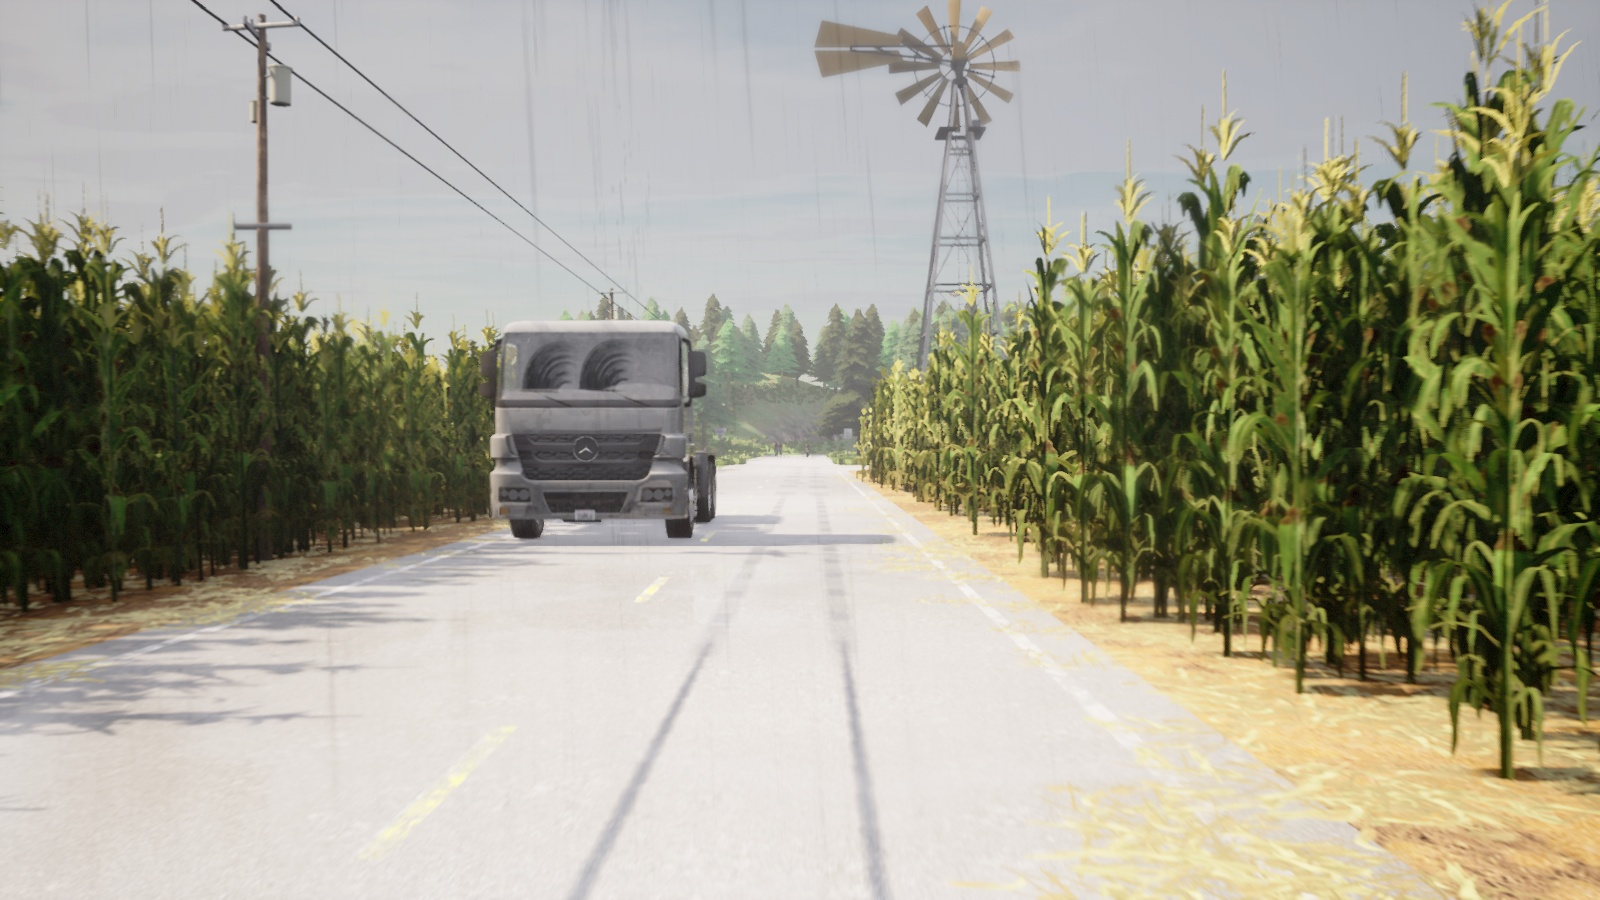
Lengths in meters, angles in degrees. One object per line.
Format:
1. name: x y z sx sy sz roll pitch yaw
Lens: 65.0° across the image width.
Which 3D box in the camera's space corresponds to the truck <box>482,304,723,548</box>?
1. truck: -3.058 -0.361 21.816 2.891 3.462 7.936 0 0 0
